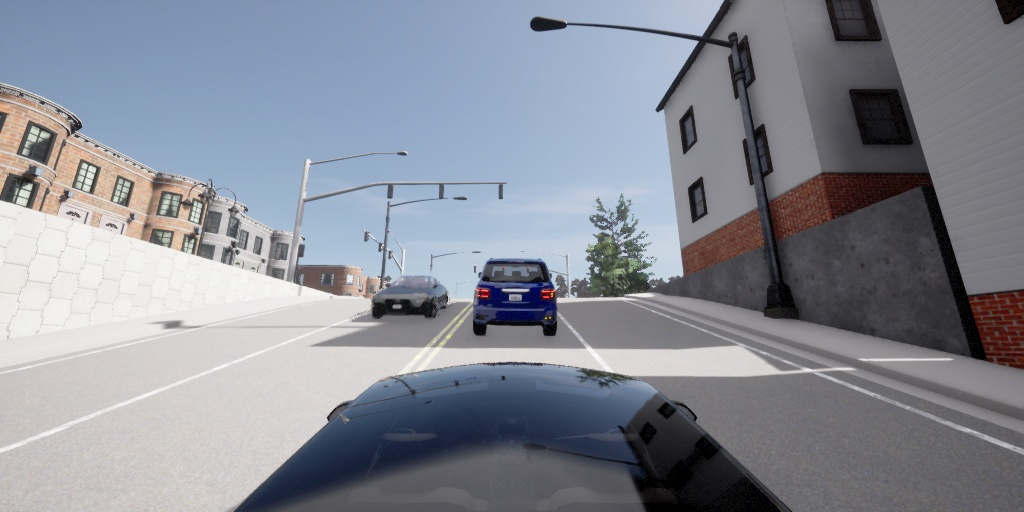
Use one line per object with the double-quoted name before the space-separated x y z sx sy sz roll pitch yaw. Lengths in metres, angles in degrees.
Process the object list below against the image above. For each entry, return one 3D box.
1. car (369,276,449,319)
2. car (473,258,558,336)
"car" -3.583 1.423 13.204 1.994 1.385 4.181 1 -1 0
"car" 0.092 1.097 11.036 2.150 2.045 5.566 1 -1 0
